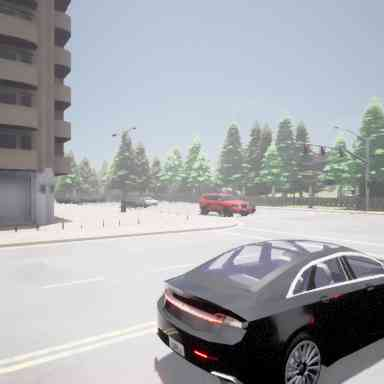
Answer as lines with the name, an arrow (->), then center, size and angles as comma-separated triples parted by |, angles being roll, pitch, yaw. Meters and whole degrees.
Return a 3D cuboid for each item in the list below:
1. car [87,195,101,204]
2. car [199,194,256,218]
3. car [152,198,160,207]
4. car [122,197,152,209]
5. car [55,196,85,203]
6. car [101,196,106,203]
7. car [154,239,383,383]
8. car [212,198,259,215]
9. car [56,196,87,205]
car -> -19.440, 1.458, 60.090 | 4.718, 1.301, 1.895 | 0, 0, 26
car -> 2.848, 1.166, 30.132 | 2.150, 2.045, 5.566 | 0, 0, -35
car -> -6.560, 1.470, 49.295 | 1.812, 1.442, 4.674 | 0, 0, -40
car -> -7.815, 1.449, 45.234 | 1.837, 1.490, 4.892 | 0, 0, -37
car -> -24.057, 1.492, 65.558 | 5.357, 1.411, 2.033 | 0, 0, 15
car -> -20.007, 1.447, 67.747 | 4.902, 1.511, 2.128 | 0, 0, 18
car -> 1.810, 1.492, 5.077 | 4.902, 1.511, 2.128 | 0, 0, -35
car -> 4.379, 1.422, 34.053 | 1.882, 1.535, 5.008 | 0, 0, -35
car -> -20.975, 1.487, 56.944 | 4.892, 1.490, 1.837 | 0, 0, 26
